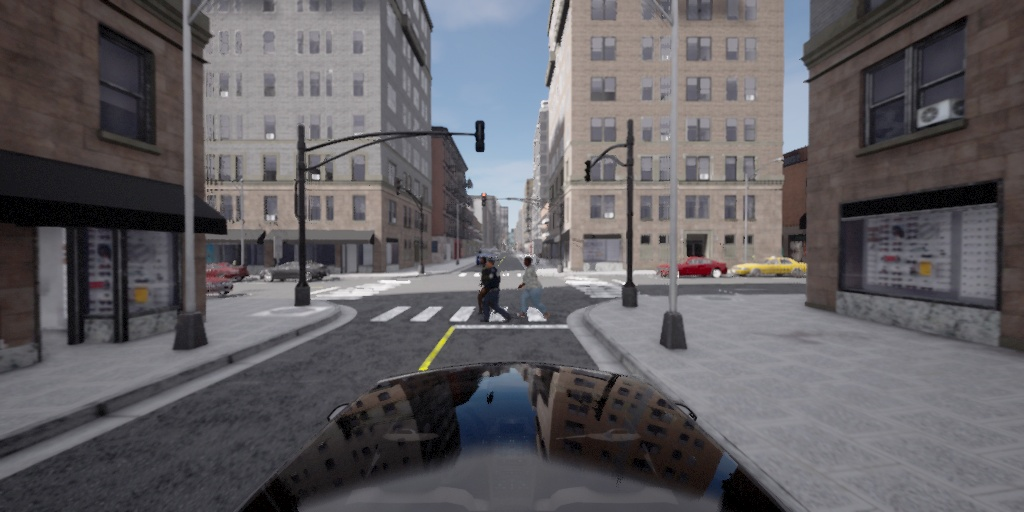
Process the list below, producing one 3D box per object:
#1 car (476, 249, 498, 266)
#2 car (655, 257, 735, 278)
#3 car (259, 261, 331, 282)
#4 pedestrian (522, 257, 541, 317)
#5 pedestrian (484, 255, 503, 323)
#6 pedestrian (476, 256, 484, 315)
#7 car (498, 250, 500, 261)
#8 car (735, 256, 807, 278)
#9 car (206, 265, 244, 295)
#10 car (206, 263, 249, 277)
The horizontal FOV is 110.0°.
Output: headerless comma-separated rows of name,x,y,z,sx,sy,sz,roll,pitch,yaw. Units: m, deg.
car,-3.227,0.116,44.831,2.150,2.045,5.566,0,1,0
car,12.070,0.754,24.241,4.507,1.381,1.888,0,0,0
car,-14.694,1.023,24.346,4.403,1.370,2.007,0,0,0
pedestrian,0.557,0.878,10.314,0.375,1.860,0.375,0,1,0
pedestrian,-0.499,0.890,9.710,0.375,1.860,0.375,0,1,0
pedestrian,-0.826,0.866,10.909,0.375,1.860,0.375,0,1,0
car,-3.226,-0.267,62.783,2.150,2.045,5.566,0,1,0
car,17.392,0.681,24.220,4.829,1.417,1.751,0,0,0
car,-14.700,1.180,15.821,4.207,1.307,1.802,0,0,0
car,-20.222,1.110,24.368,4.207,1.307,1.802,0,0,0
